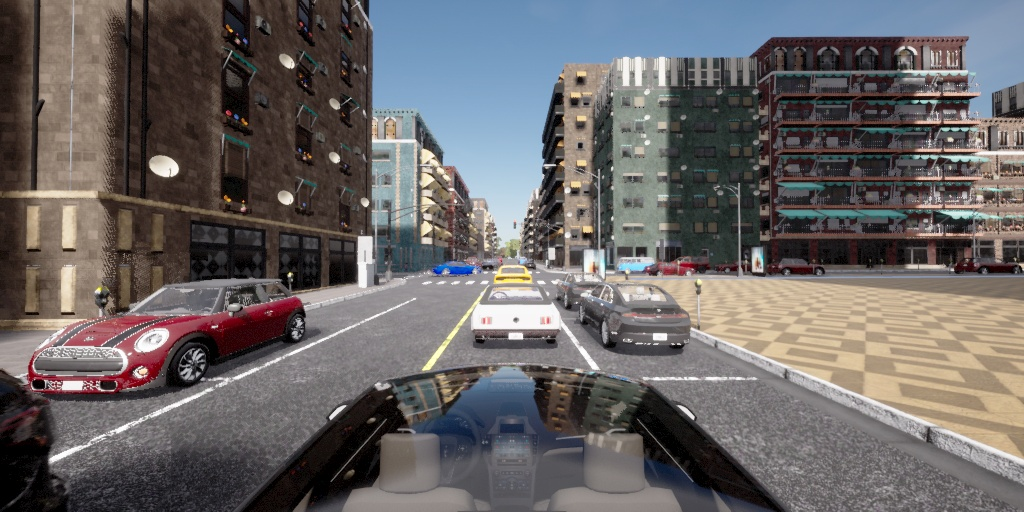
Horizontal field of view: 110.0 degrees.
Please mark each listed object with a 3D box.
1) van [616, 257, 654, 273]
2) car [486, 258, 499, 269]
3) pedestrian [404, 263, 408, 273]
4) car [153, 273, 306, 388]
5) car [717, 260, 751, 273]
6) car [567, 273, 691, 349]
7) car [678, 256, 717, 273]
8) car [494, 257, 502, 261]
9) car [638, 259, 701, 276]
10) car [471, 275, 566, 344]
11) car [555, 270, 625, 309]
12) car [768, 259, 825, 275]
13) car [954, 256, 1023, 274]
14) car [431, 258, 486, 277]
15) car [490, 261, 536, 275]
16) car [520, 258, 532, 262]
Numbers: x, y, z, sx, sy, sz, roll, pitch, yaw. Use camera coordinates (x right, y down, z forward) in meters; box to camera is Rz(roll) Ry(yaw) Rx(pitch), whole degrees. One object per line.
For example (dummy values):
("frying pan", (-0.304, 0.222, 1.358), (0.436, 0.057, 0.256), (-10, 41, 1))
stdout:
("van", (13.682, 1.046, 39.600), (3.998, 1.789, 1.690), (0, 0, 0))
("car", (-3.230, 1.369, 50.450), (1.895, 1.301, 4.718), (0, 0, 1))
("pedestrian", (-12.625, 1.098, 42.689), (0.375, 1.860, 0.375), (0, 0, 0))
("car", (-5.831, 1.191, 6.741), (1.967, 1.591, 4.097), (0, 0, 0))
("car", (24.737, 1.166, 39.546), (4.507, 1.381, 1.888), (0, 0, 0))
("car", (2.804, 1.303, 8.997), (2.007, 1.370, 4.403), (0, 0, 0))
("car", (19.209, 0.978, 39.573), (5.009, 1.841, 2.192), (0, 0, 0))
("car", (-3.220, 1.320, 60.143), (2.033, 1.411, 5.357), (0, 0, 0))
("car", (13.639, 1.163, 31.219), (4.207, 1.307, 1.802), (0, 0, 0))
("car", (0.080, 1.353, 9.580), (1.895, 1.301, 4.718), (0, 0, 0))
("car", (2.791, 1.304, 14.567), (2.007, 1.370, 4.403), (0, 0, 0))
("car", (24.694, 0.936, 31.166), (4.097, 1.591, 1.967), (0, 0, 0))
("car", (41.276, 0.812, 31.086), (4.097, 1.591, 1.967), (0, 0, 0))
("car", (-5.573, 1.281, 36.192), (5.008, 1.535, 1.882), (0, 0, -27))
("car", (0.052, 1.233, 19.033), (1.882, 1.535, 5.008), (0, 0, 0))
("car", (2.572, 1.335, 52.760), (1.948, 1.339, 4.313), (0, 0, 0))
